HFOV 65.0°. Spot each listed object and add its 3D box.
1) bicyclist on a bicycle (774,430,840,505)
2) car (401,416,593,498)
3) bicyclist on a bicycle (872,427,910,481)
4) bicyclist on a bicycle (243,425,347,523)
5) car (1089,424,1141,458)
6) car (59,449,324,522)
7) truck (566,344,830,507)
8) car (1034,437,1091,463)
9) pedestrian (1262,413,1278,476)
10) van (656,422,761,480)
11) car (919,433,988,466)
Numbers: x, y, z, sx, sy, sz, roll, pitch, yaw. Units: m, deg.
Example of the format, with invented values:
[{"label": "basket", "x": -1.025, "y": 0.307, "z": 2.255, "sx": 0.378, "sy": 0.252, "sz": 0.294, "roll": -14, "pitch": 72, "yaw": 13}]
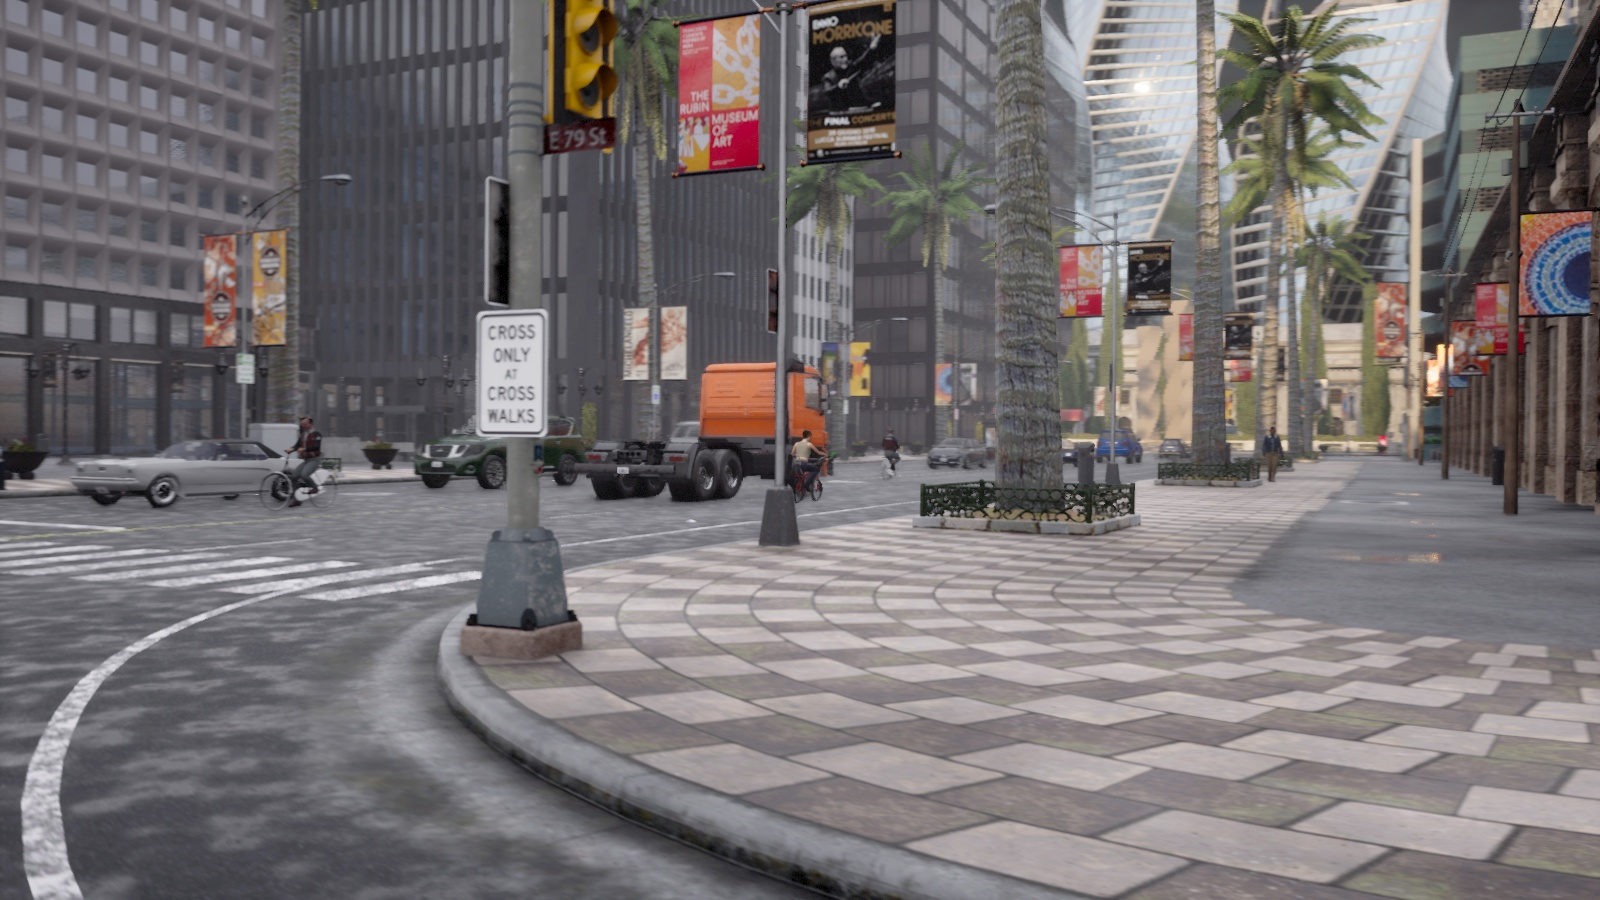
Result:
[{"label": "bicyclist on a bicycle", "x": 0.167, "y": 0.361, "z": 27.660, "sx": 0.866, "sy": 1.612, "sz": 1.509, "roll": 0, "pitch": 1, "yaw": 25}, {"label": "car", "x": -8.182, "y": 0.140, "z": 34.594, "sx": 2.150, "sy": 2.045, "sz": 5.566, "roll": 0, "pitch": 1, "yaw": 25}, {"label": "bicyclist on a bicycle", "x": 3.055, "y": 0.110, "z": 42.055, "sx": 0.659, "sy": 1.776, "sz": 1.843, "roll": 0, "pitch": 1, "yaw": 25}, {"label": "bicyclist on a bicycle", "x": -9.461, "y": 0.424, "z": 23.587, "sx": 0.659, "sy": 1.776, "sz": 1.843, "roll": 0, "pitch": 0, "yaw": 25}, {"label": "car", "x": 19.760, "y": -0.594, "z": 78.606, "sx": 2.150, "sy": 2.045, "sz": 5.566, "roll": 0, "pitch": 1, "yaw": 24}, {"label": "car", "x": -12.298, "y": 0.655, "z": 25.744, "sx": 1.895, "sy": 1.301, "sz": 4.718, "roll": 0, "pitch": 1, "yaw": 26}, {"label": "truck", "x": -2.182, "y": -0.573, "z": 30.891, "sx": 2.891, "sy": 3.462, "sz": 7.936, "roll": 0, "pitch": 1, "yaw": 25}, {"label": "car", "x": 13.697, "y": -0.011, "z": 65.254, "sx": 1.895, "sy": 1.301, "sz": 4.718, "roll": 0, "pitch": 1, "yaw": 24}, {"label": "pedestrian", "x": 14.773, "y": -0.178, "z": 39.465, "sx": 0.423, "sy": 1.949, "sz": 0.788, "roll": 0, "pitch": 1, "yaw": 17}, {"label": "van", "x": -3.220, "y": 0.012, "z": 45.173, "sx": 1.775, "sy": 1.987, "sz": 4.442, "roll": 0, "pitch": 1, "yaw": 25}, {"label": "car", "x": 7.357, "y": -0.048, "z": 59.740, "sx": 2.007, "sy": 1.525, "sz": 4.514, "roll": 0, "pitch": 1, "yaw": 24}]
